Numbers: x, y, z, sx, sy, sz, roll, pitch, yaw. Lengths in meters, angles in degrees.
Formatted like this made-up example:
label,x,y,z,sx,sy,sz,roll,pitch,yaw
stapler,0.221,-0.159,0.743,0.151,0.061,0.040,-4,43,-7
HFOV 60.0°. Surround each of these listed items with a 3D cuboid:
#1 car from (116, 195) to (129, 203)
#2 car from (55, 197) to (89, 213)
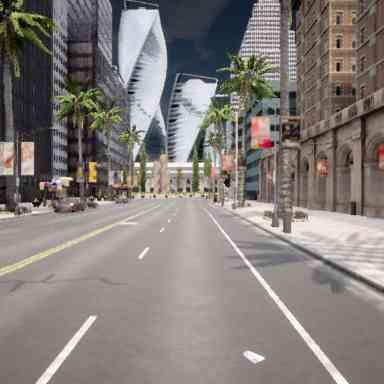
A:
label,x,y,z,sx,sy,sz,roll,pitch,yaw
car,-13.925,1.464,66.652,2.231,1.521,4.892,0,0,-1
car,-13.619,1.335,37.278,2.185,1.767,4.553,0,0,-1
